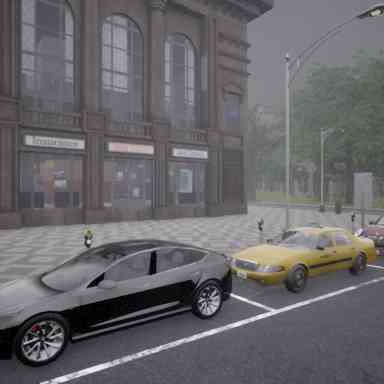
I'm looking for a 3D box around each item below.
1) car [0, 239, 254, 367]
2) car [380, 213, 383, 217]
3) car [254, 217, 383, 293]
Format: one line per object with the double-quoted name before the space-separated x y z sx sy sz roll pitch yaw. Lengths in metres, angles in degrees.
"car" -1.208 1.566 5.792 4.313 1.339 1.947 0 0 -36
"car" 7.635 1.441 12.123 4.097 1.590 1.967 0 0 -36
"car" 3.076 1.525 8.859 4.829 1.417 1.752 0 0 -36
